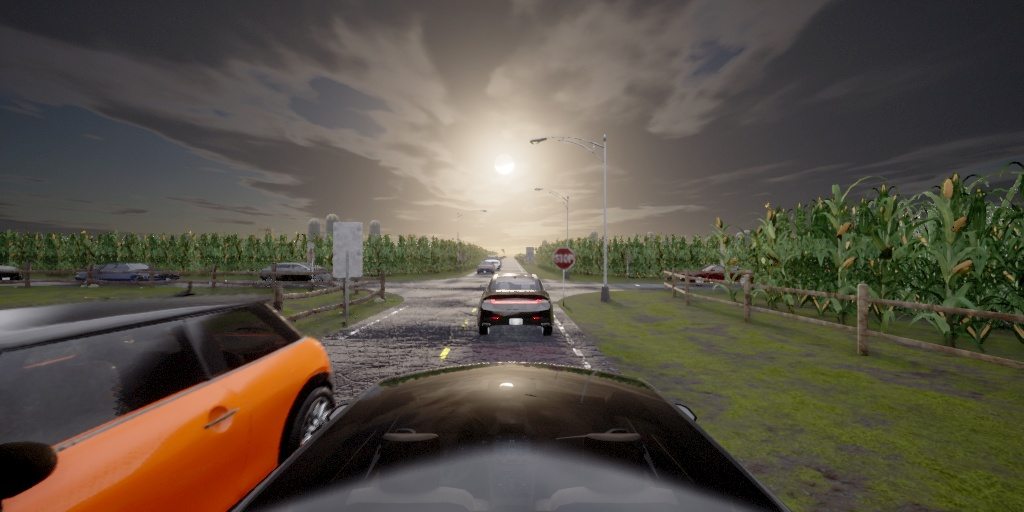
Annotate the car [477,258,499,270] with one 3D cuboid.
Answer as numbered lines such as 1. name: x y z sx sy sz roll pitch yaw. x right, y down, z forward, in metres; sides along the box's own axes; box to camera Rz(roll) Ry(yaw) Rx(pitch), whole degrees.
1. car: -2.898 1.287 40.853 2.033 1.411 5.357 0 0 0

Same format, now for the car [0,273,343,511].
1. car: -2.848 1.102 1.751 2.097 1.767 4.553 0 0 0

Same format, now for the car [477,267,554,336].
1. car: 0.088 1.242 10.384 2.128 1.511 4.902 0 0 0

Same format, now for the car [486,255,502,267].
1. car: -2.901 0.951 52.151 2.150 2.045 5.566 0 0 0

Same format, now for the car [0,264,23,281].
1. car: -35.258 0.899 23.448 4.553 1.767 2.097 0 -1 0

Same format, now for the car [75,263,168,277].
1. car: -24.893 1.147 23.349 5.357 1.411 2.033 0 -1 0

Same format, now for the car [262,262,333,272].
1. car: -13.456 1.152 23.061 4.902 1.511 2.128 0 -1 4

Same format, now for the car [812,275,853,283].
1. car: 24.187 1.439 25.874 4.892 1.490 1.837 0 -1 0

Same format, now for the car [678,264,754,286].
1. car: 14.723 1.346 25.959 5.008 1.535 1.882 0 -1 1
